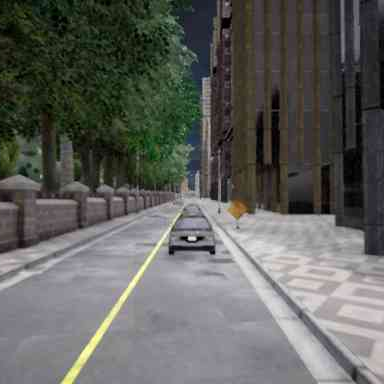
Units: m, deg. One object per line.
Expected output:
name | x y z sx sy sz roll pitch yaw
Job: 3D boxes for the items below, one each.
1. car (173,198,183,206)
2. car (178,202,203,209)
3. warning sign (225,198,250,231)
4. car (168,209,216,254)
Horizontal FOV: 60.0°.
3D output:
car | -2.982 1.981 71.075 2.097 1.767 4.553 0 -1 0
car | 0.011 1.827 29.312 1.994 1.385 4.181 0 0 0
warning sign | 2.701 1.297 19.733 1.300 1.860 1.060 -1 -2 0
car | 0.005 1.679 14.017 2.033 1.411 5.357 0 0 0
